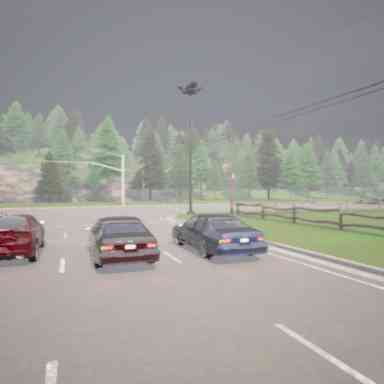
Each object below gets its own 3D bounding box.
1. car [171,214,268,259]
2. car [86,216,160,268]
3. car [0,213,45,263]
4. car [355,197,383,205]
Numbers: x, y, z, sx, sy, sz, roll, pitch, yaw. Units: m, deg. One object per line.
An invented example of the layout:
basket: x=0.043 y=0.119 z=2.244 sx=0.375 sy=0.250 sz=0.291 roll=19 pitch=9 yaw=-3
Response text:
car: x=0.766 y=1.530 z=12.607 sx=2.033 sy=1.411 sz=5.357 roll=0 pitch=0 yaw=-20
car: x=-2.527 y=1.538 z=11.417 sx=2.033 sy=1.411 sz=5.357 roll=0 pitch=0 yaw=-20
car: x=-6.356 y=1.476 z=11.722 sx=1.882 sy=1.535 sz=5.008 roll=0 pitch=0 yaw=-20
car: x=28.839 y=1.480 z=54.094 sx=4.718 sy=1.301 sz=1.895 roll=0 pitch=0 yaw=-19
